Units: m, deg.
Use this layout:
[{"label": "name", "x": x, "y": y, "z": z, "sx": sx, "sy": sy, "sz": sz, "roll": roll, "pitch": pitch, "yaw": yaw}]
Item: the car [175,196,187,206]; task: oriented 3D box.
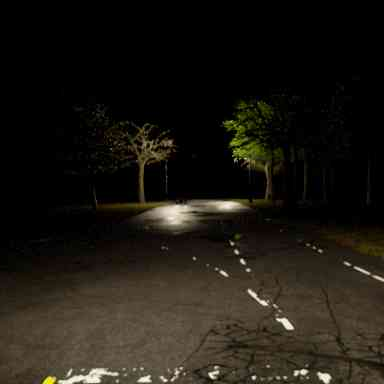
[{"label": "car", "x": -1.866, "y": 1.515, "z": 57.664, "sx": 1.837, "sy": 1.490, "sz": 4.892, "roll": -1, "pitch": 1, "yaw": 2}]
